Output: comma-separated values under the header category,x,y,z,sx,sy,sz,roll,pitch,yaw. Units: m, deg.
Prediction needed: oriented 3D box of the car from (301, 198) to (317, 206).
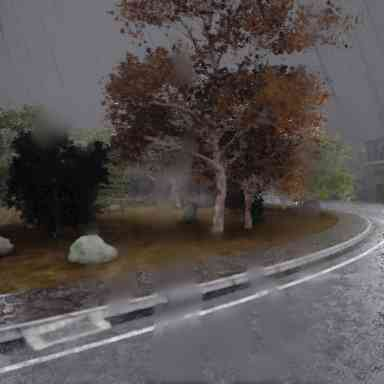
category,x,y,z,sx,sy,sz,roll,pitch,yaw
car,20.503,1.568,58.300,1.882,1.535,5.008,-2,0,-5
